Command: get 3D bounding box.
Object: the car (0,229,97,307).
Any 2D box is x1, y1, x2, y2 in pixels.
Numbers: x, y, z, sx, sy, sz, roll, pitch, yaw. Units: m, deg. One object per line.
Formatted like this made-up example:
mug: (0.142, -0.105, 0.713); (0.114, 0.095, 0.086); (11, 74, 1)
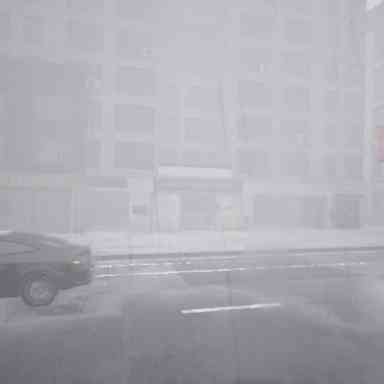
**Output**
car: (-4.468, 1.553, 7.107); (4.674, 1.442, 1.812); (1, -1, -14)
